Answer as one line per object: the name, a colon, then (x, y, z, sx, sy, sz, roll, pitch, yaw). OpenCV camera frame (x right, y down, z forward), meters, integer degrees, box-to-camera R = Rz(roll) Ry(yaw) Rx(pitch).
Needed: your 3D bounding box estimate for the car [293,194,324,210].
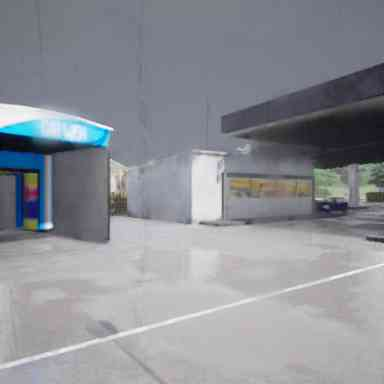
car: (14.916, 1.227, 42.656, 3.866, 1.878, 1.905, 0, 0, -36)

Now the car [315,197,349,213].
car: (14.715, 1.404, 35.527, 4.611, 1.667, 2.242, 0, 0, -36)
